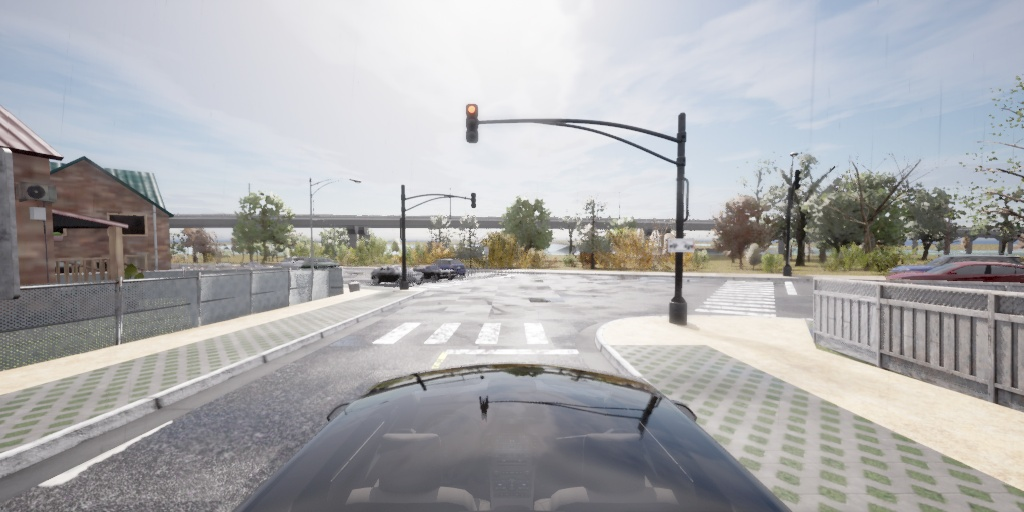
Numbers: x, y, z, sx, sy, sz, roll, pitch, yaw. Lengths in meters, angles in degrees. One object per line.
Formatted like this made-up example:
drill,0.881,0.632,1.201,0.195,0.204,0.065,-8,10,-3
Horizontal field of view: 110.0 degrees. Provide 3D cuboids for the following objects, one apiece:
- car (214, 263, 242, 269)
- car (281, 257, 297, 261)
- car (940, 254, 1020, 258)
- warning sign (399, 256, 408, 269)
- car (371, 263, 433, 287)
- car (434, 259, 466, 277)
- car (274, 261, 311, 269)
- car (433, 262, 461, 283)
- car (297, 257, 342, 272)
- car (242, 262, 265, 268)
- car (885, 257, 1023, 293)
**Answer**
car,-39.913,1.730,49.880,4.674,1.442,1.812,-1,2,36
car,-31.888,1.153,52.117,5.566,2.045,2.150,0,2,37
car,21.464,0.740,17.391,4.553,1.767,2.097,0,2,36
warning sign,-14.238,0.716,46.795,1.060,1.860,1.300,0,0,36
car,-8.655,1.422,27.014,4.902,1.511,2.128,0,2,36
car,-6.516,1.068,33.701,4.553,1.767,2.097,0,2,37
car,-23.677,1.558,37.948,4.892,1.490,1.837,0,2,36
car,-6.777,1.420,29.668,4.718,1.301,1.895,0,2,36
car,-21.465,1.161,40.341,5.566,2.045,2.150,0,2,36
car,-37.982,1.581,52.491,4.902,1.511,2.128,-1,2,36
car,19.180,0.981,15.040,5.008,1.535,1.882,-1,1,36
